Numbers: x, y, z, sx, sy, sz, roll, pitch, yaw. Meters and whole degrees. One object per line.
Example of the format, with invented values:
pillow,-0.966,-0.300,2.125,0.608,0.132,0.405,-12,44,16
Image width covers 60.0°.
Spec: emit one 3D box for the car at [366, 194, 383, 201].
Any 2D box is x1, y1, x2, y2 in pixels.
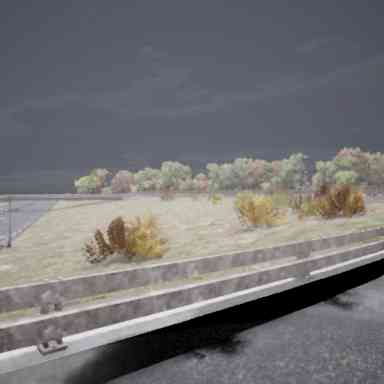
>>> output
car,43.862,1.323,78.633,1.837,1.490,4.892,0,0,3
